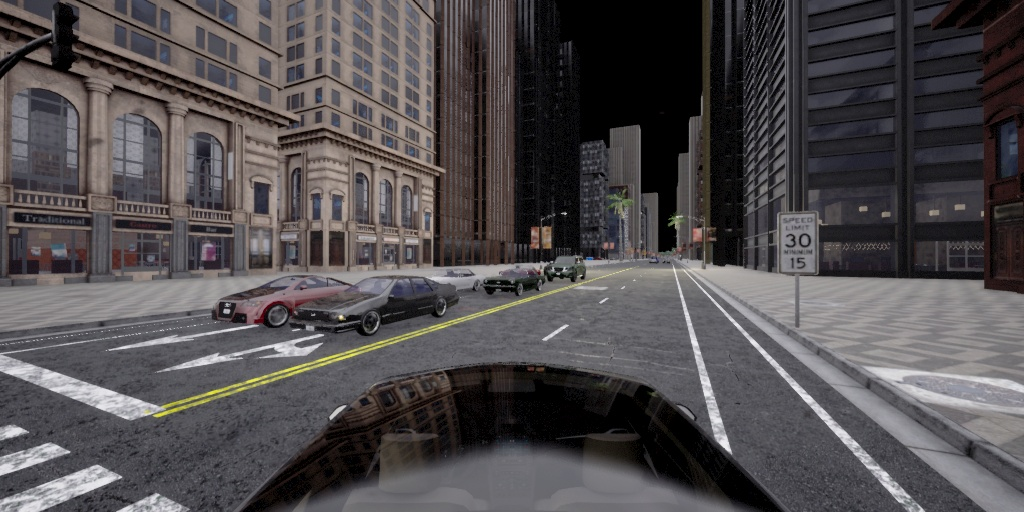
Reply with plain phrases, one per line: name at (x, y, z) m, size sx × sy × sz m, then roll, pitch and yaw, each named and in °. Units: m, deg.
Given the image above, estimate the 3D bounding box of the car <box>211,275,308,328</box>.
car at (-6.899, 1.316, 11.510) m, size 1.994 × 1.385 × 4.181 m, roll 0°, pitch 0°, yaw 24°

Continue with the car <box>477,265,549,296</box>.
car at (0.231, 1.358, 19.594) m, size 1.895 × 1.301 × 4.718 m, roll 0°, pitch 0°, yaw 24°

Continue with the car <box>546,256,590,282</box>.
car at (4.566, 0.987, 29.373) m, size 2.150 × 2.045 × 5.566 m, roll 0°, pitch 0°, yaw 24°

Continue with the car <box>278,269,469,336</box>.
car at (-3.652, 1.299, 10.826) m, size 2.033 × 1.411 × 5.357 m, roll 0°, pitch 0°, yaw 24°

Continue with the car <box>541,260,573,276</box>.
car at (4.847, 1.251, 37.947) m, size 1.882 × 1.535 × 5.008 m, roll 0°, pitch 0°, yaw 24°

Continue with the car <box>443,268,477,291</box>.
car at (-3.356, 1.357, 19.523) m, size 1.895 × 1.301 × 4.718 m, roll 0°, pitch 0°, yaw 24°
